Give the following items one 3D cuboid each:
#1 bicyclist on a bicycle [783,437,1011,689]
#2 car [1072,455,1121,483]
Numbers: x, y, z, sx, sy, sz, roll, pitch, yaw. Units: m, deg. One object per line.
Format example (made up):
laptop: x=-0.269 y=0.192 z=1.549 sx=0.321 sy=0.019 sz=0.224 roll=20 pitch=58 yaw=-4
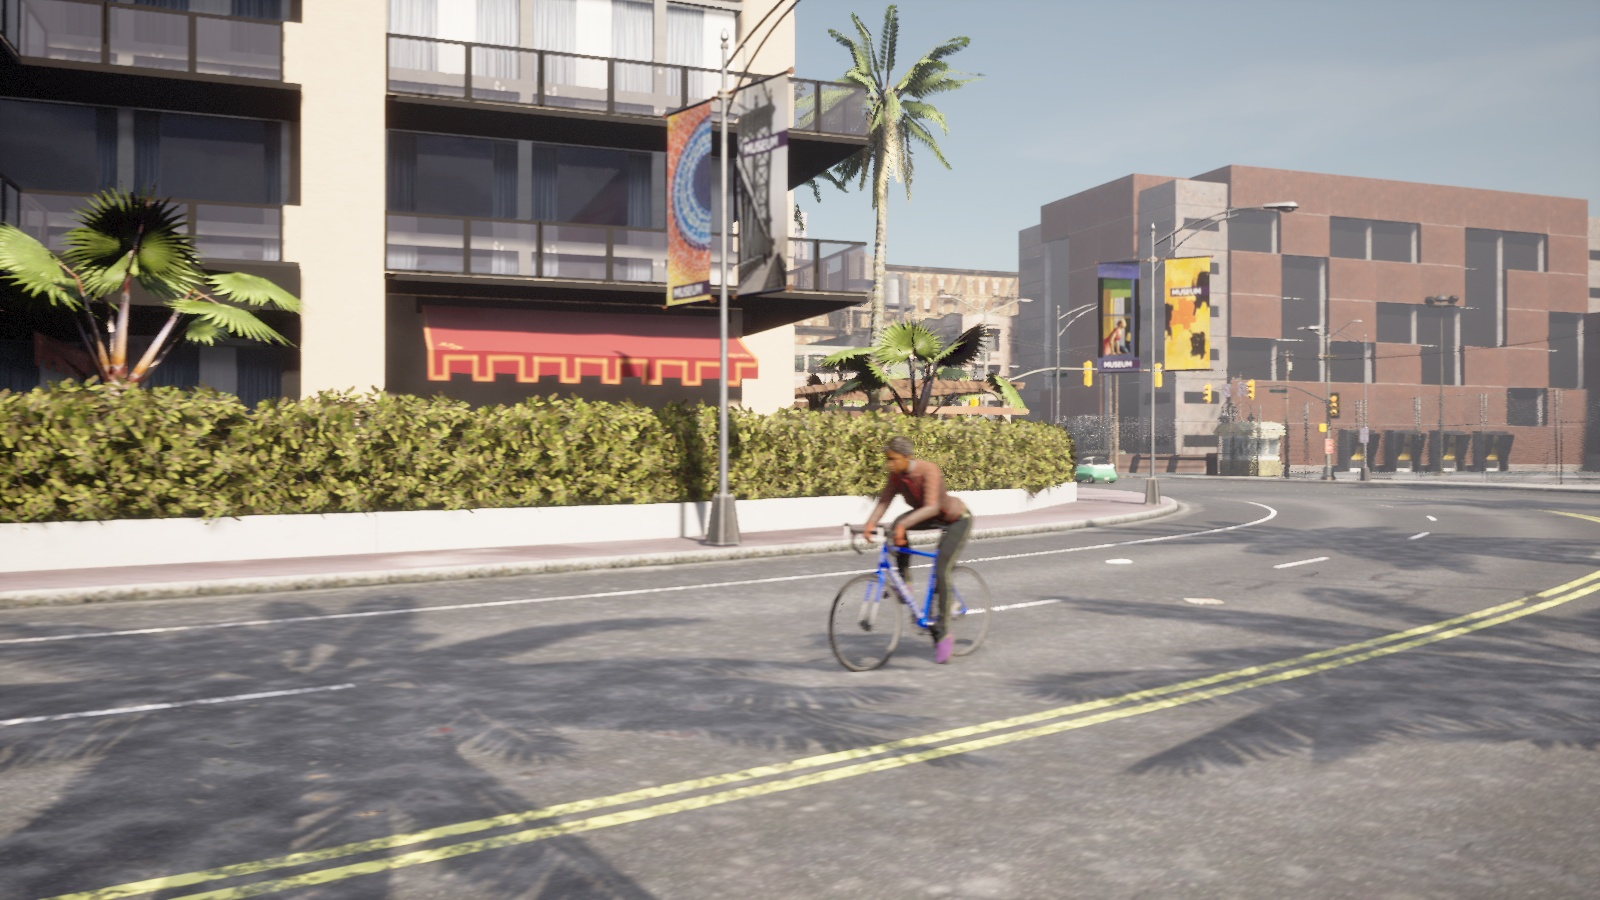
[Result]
bicyclist on a bicycle: x=0.707 y=0.724 z=8.821 sx=1.656 sy=1.620 sz=0.582 roll=0 pitch=0 yaw=-41
car: x=15.148 y=0.961 z=64.162 sx=1.481 sy=1.376 sz=2.207 roll=0 pitch=-1 yaw=-20
